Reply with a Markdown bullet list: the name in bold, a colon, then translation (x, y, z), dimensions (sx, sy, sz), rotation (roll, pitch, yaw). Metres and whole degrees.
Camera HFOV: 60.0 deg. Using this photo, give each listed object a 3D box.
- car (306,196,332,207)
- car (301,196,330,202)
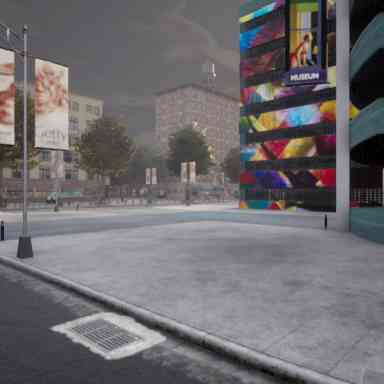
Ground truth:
- **car**: translation (19.561, 1.413, 51.051), dimensions (2.161, 1.482, 4.786), rotation (0, 0, 43)
- **car**: translation (14.246, 1.320, 39.325), dimensions (2.002, 1.452, 4.674), rotation (0, 0, 43)
